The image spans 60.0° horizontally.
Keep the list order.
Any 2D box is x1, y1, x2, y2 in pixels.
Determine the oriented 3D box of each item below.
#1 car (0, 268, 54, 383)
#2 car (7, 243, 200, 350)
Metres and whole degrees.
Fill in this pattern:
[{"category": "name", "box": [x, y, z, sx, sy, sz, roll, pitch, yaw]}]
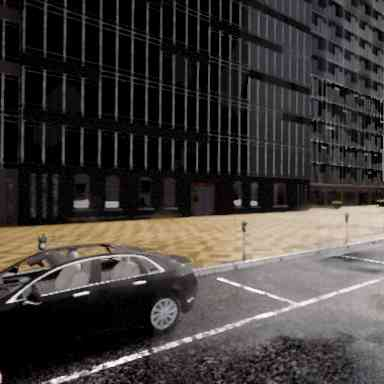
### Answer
[{"category": "car", "box": [-3.280, 1.491, 1.022, 4.902, 1.511, 2.128, 0, 0, -35]}, {"category": "car", "box": [-1.919, 1.551, 5.179, 4.403, 1.369, 2.008, 0, 1, -35]}]
